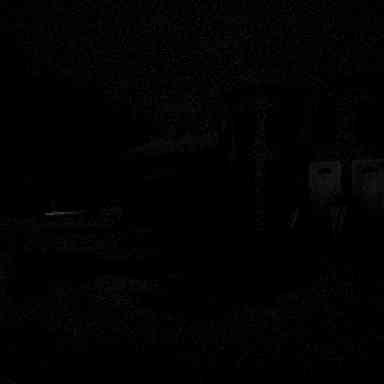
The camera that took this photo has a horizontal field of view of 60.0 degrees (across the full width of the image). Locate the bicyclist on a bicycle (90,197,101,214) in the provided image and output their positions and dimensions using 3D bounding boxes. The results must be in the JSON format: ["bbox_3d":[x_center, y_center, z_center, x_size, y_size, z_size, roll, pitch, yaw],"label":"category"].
[{"bbox_3d":[-9.426,1.344,32.352,1.656,1.620,0.582,0,1,36],"label":"bicyclist on a bicycle"}]

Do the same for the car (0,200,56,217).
[{"bbox_3d":[-15.895,1.547,30.871,2.033,1.411,5.357,0,0,38],"label":"car"}]

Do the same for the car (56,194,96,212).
[{"bbox_3d":[-14.188,1.221,40.086,2.150,2.045,5.566,0,0,36],"label":"car"}]
